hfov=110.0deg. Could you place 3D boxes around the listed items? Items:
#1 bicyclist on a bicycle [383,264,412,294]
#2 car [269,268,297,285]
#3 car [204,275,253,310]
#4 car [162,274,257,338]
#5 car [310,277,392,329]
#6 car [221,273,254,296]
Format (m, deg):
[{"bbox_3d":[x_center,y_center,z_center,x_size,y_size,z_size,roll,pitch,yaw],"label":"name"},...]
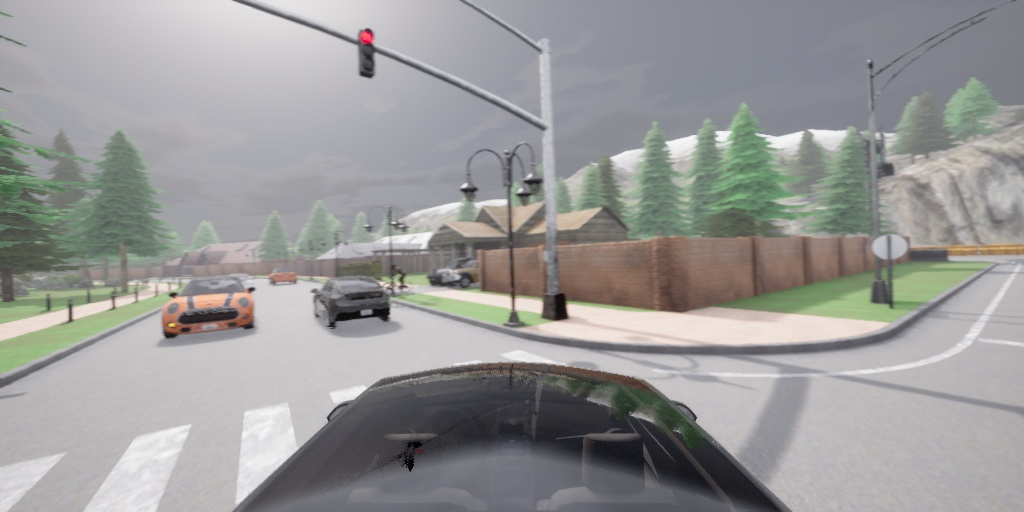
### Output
[{"bbox_3d":[-6.383,1.283,19.973,1.656,1.620,0.582,-2,0,-35],"label":"bicyclist on a bicycle"},{"bbox_3d":[-24.314,2.052,37.985,2.097,1.767,4.553,-2,0,-39],"label":"car"},{"bbox_3d":[-15.051,1.857,19.248,1.812,1.442,4.674,-2,0,-35],"label":"car"},{"bbox_3d":[-9.901,1.481,12.003,2.097,1.767,4.553,-2,0,-35],"label":"car"},{"bbox_3d":[-5.713,1.475,12.562,1.837,1.490,4.892,-2,0,-36],"label":"car"},{"bbox_3d":[-21.006,2.091,27.581,1.812,1.442,4.674,-2,0,-36],"label":"car"}]
